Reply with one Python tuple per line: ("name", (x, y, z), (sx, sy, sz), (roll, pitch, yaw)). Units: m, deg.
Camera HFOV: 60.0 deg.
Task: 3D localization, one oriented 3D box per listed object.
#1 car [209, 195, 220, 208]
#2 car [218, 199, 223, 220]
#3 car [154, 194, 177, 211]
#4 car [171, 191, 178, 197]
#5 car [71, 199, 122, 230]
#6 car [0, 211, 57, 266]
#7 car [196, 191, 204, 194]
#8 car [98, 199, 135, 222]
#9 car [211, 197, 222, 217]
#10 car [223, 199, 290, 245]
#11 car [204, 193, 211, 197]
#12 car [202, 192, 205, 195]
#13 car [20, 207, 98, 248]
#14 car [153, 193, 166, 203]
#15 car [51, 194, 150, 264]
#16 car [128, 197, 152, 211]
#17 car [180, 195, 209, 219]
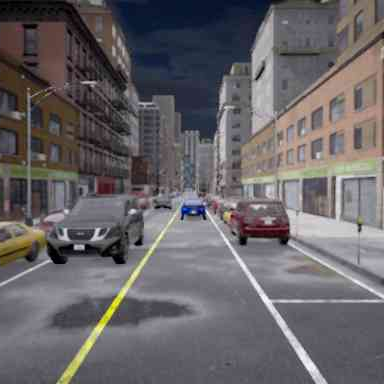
("car", (2.855, 1.311, 31.300), (1.887, 1.381, 4.507), (-1, 0, 0))
("car", (2.853, 1.366, 20.477), (1.752, 1.417, 4.829), (-1, 0, 0))
("car", (-3.089, 1.277, 37.059), (2.033, 1.411, 5.357), (0, 0, 0))
("car", (-5.662, 1.012, 91.154), (1.947, 1.339, 4.313), (-1, 0, 0))
("car", (-5.673, 1.282, 20.307), (1.967, 1.590, 4.097), (-1, 0, 0))
("car", (-5.673, 1.451, 9.143), (1.752, 1.417, 4.829), (0, 0, 0))
("car", (2.861, 0.761, 91.151), (2.192, 1.841, 5.009), (-1, 0, 0))
("car", (-5.671, 1.330, 25.634), (1.752, 1.417, 4.829), (-1, 0, 0))
("car", (2.854, 1.354, 25.803), (2.008, 1.369, 4.403), (-1, 0, 0))
("car", (2.851, 1.197, 14.808), (2.192, 1.841, 5.009), (-1, 0, 0))
("car", (2.855, 1.137, 42.292), (1.967, 1.590, 4.097), (-1, 0, 0))
("car", (2.856, 1.103, 47.789), (1.967, 1.590, 4.097), (-1, 0, 0))
("car", (-5.672, 1.464, 14.811), (1.802, 1.307, 4.206), (0, 0, 0))
("car", (-5.667, 1.041, 58.784), (1.967, 1.590, 4.097), (-1, 0, 0))
("car", (-3.041, 1.127, 11.797), (2.150, 2.045, 5.566), (0, 0, 0))
("car", (-5.669, 1.276, 36.798), (1.887, 1.381, 4.507), (-1, 0, 0))
("car", (0.102, 1.275, 26.644), (1.882, 1.535, 5.008), (0, 1, 0))
